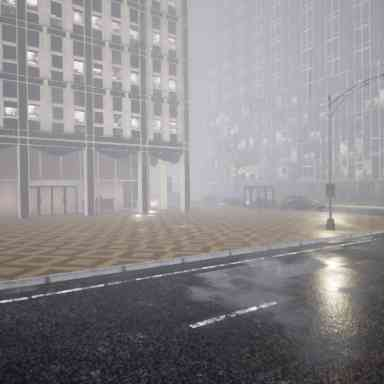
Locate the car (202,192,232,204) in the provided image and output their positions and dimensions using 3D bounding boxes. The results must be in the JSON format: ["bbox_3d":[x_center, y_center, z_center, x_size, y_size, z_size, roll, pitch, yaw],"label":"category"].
[{"bbox_3d":[3.876,1.203,53.836,1.994,1.385,4.181,-1,1,-34],"label":"car"}]

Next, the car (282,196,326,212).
[{"bbox_3d":[12.490,1.423,36.347,1.947,1.339,4.313,0,1,-34],"label":"car"}]

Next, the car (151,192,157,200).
[{"bbox_3d":[-9.806,1.039,69.298,2.008,1.369,4.403,0,1,-34],"label":"car"}]

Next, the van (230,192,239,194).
[{"bbox_3d":[6.720,0.855,59.922,1.690,1.788,3.998,0,1,-34],"label":"van"}]

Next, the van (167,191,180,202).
[{"bbox_3d":[-3.405,0.937,59.902,1.690,1.788,3.998,0,1,-34],"label":"van"}]

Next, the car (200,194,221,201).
[{"bbox_3d":[3.521,1.043,64.622,1.802,1.307,4.206,0,1,-34],"label":"car"}]

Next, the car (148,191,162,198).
[{"bbox_3d":[-9.281,0.686,83.408,1.967,1.590,4.097,0,1,-34],"label":"car"}]

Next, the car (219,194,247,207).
[{"bbox_3d":[6.151,1.319,45.785,1.947,1.339,4.313,0,1,-34],"label":"car"}]

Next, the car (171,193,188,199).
[{"bbox_3d":[-2.880,0.935,74.016,1.802,1.307,4.206,0,1,-34],"label":"car"}]

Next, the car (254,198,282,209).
[{"bbox_3d":[9.303,1.387,41.056,1.802,1.307,4.206,0,1,-34],"label":"car"}]
